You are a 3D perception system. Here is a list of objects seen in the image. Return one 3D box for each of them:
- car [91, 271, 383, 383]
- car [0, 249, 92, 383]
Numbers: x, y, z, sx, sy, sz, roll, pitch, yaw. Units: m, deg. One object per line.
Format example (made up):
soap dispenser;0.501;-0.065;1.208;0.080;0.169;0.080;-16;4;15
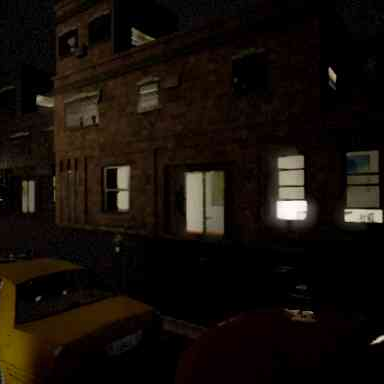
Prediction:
car;2.091;1.321;1.400;5.009;1.841;2.192;0;-1;36
car;-2.566;1.500;4.718;4.829;1.417;1.752;0;-1;36
